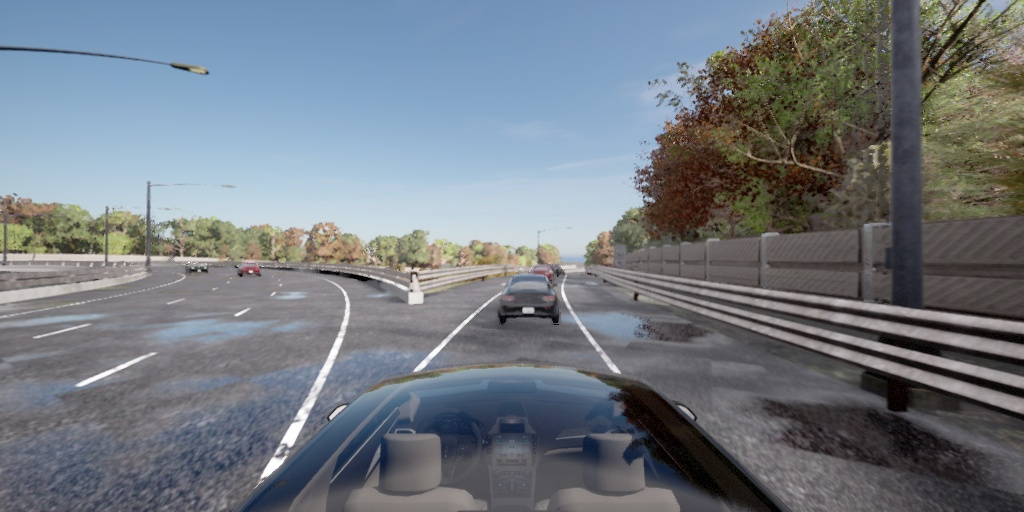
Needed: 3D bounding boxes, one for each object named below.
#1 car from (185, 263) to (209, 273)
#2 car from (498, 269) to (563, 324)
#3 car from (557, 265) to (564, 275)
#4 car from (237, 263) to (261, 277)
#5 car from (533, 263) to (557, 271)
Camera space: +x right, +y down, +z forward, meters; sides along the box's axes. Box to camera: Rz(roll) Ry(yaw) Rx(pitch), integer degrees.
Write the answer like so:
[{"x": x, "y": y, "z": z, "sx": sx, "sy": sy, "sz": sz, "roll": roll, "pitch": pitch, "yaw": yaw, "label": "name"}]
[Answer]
[{"x": -41.419, "y": 1.571, "z": 47.046, "sx": 4.718, "sy": 1.301, "sz": 1.895, "roll": 0, "pitch": 0, "yaw": 42, "label": "car"}, {"x": 0.584, "y": 1.337, "z": 12.151, "sx": 1.812, "sy": 1.442, "sz": 4.674, "roll": 0, "pitch": 0, "yaw": 3, "label": "car"}, {"x": 4.704, "y": 1.644, "z": 42.590, "sx": 2.128, "sy": 1.511, "sz": 4.902, "roll": 0, "pitch": -2, "yaw": 9, "label": "car"}, {"x": -28.973, "y": 1.465, "z": 39.474, "sx": 1.812, "sy": 1.442, "sz": 4.674, "roll": 0, "pitch": -1, "yaw": -41, "label": "car"}, {"x": 2.422, "y": 1.439, "z": 29.138, "sx": 1.812, "sy": 1.442, "sz": 4.674, "roll": 0, "pitch": 0, "yaw": 9, "label": "car"}]
